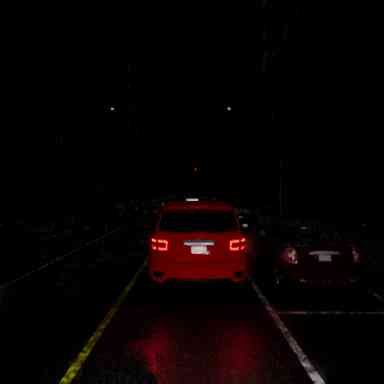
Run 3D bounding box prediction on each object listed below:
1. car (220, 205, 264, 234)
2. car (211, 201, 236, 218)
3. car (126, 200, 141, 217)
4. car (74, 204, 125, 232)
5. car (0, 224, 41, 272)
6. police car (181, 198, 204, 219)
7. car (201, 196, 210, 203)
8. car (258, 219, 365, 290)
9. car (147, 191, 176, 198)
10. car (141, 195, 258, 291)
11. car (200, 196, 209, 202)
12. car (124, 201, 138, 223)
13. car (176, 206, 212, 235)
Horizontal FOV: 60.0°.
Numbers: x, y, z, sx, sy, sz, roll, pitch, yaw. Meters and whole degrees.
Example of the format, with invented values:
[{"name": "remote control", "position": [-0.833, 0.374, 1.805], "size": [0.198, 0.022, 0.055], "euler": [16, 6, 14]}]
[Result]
[{"name": "car", "position": [2.875, 1.565, 20.091], "size": [2.008, 1.369, 4.403], "euler": [0, 0, 0]}, {"name": "car", "position": [2.888, 1.589, 31.093], "size": [1.947, 1.339, 4.313], "euler": [0, 0, 0]}, {"name": "car", "position": [-5.638, 1.464, 31.103], "size": [1.967, 1.590, 4.097], "euler": [0, 0, 0]}, {"name": "car", "position": [-5.650, 1.580, 20.100], "size": [1.947, 1.339, 4.313], "euler": [0, 0, 0]}, {"name": "car", "position": [-5.662, 1.588, 9.098], "size": [1.802, 1.307, 4.206], "euler": [0, 0, 0]}, {"name": "police car", "position": [0.033, 1.448, 30.208], "size": [1.930, 1.638, 5.238], "euler": [0, 0, 0]}, {"name": "car", "position": [2.979, 1.627, 73.763], "size": [1.752, 1.417, 4.829], "euler": [0, 0, 0]}, {"name": "car", "position": [2.863, 1.446, 9.088], "size": [1.967, 1.590, 4.097], "euler": [0, 0, 0]}, {"name": "car", "position": [-2.967, 0.864, 31.844], "size": [2.150, 2.045, 5.566], "euler": [0, 0, 0]}, {"name": "car", "position": [0.113, 1.227, 9.174], "size": [2.150, 2.045, 5.566], "euler": [0, 0, 0]}, {"name": "car", "position": [2.995, 1.667, 79.001], "size": [2.008, 1.369, 4.403], "euler": [0, 0, 0]}, {"name": "car", "position": [-5.644, 1.600, 25.602], "size": [1.802, 1.307, 4.206], "euler": [0, 0, 0]}, {"name": "car", "position": [0.121, 1.615, 19.944], "size": [1.895, 1.301, 4.718], "euler": [0, 0, 0]}]
